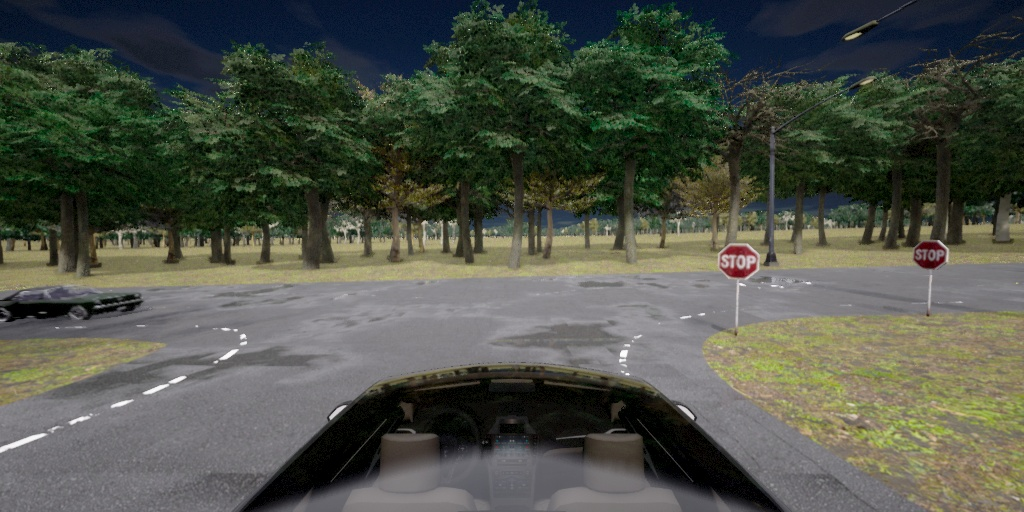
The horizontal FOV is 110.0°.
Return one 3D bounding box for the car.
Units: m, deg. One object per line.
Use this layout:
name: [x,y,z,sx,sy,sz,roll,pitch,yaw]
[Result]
car: [-17.978,1.856,14.445,4.718,1.301,1.895,-1,3,0]
